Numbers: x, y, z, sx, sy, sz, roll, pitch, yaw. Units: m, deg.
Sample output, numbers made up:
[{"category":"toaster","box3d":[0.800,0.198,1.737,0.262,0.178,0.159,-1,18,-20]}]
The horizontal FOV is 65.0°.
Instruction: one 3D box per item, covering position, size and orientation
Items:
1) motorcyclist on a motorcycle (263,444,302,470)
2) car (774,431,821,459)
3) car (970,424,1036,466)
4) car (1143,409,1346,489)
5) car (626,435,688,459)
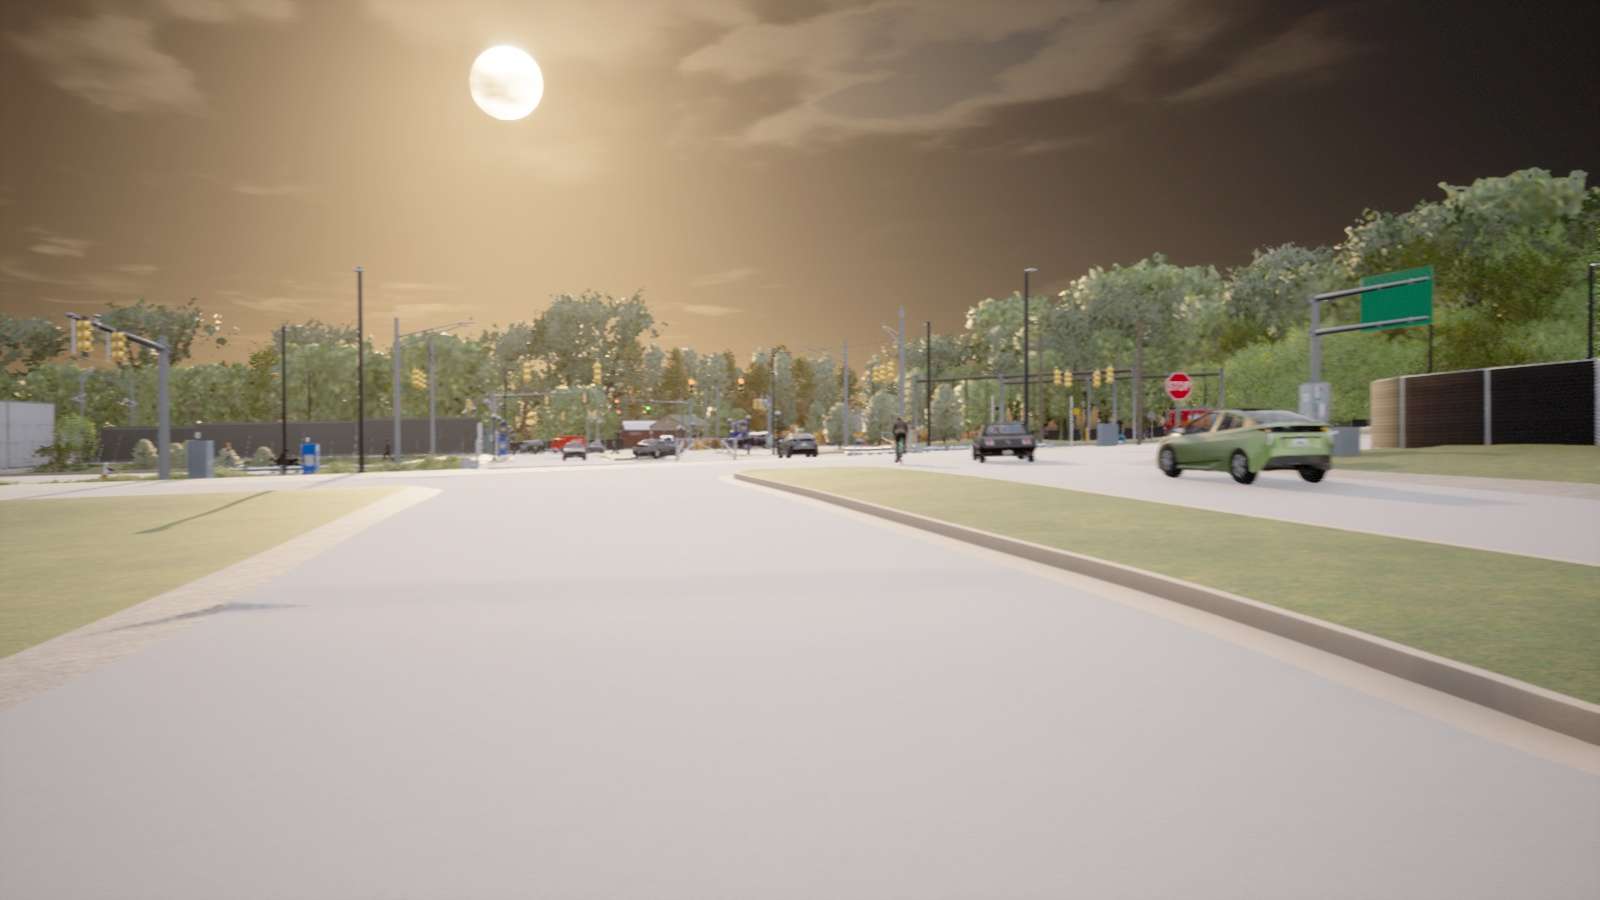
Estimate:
[{"category":"motorcyclist on a motorcycle","box3d":[-31.712,0.421,77.015,2.044,1.523,0.797,-1,1,-11]},{"category":"car","box3d":[-0.183,-0.293,72.727,2.007,1.525,4.514,-1,1,-9]},{"category":"car","box3d":[6.897,-0.211,43.050,1.895,1.301,4.718,-1,1,5]},{"category":"car","box3d":[9.274,-0.092,26.677,2.007,1.525,4.514,-1,2,-12]},{"category":"car","box3d":[-10.471,-0.225,92.189,2.128,1.511,4.902,2,3,28]}]
